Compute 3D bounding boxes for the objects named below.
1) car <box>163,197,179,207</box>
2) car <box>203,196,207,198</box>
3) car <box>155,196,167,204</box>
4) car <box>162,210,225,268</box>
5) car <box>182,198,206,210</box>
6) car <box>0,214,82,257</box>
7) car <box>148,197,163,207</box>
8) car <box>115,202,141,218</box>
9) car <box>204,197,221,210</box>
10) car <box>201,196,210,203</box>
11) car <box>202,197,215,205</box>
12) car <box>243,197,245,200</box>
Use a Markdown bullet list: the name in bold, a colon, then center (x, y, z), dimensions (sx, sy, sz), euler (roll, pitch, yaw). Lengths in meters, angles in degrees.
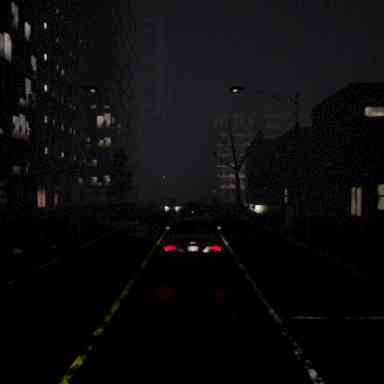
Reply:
- **car**: center (-3.082, 1.483, 52.709), dimensions (1.882, 1.535, 5.008), euler (0, 0, 0)
- **car**: center (2.741, 1.549, 46.837), dimensions (1.887, 1.381, 4.507), euler (-1, 0, 0)
- **car**: center (-5.839, 1.553, 63.827), dimensions (1.887, 1.381, 4.507), euler (-1, 0, 0)
- **car**: center (0.046, 1.548, 11.296), dimensions (2.033, 1.411, 5.357), euler (0, 0, 0)
- **car**: center (0.072, 1.528, 30.965), dimensions (1.812, 1.442, 4.674), euler (0, 0, 0)
- **car**: center (-5.703, 1.567, 13.031), dimensions (1.947, 1.339, 4.313), euler (-1, 0, 0)
- **car**: center (-5.811, 1.556, 52.537), dimensions (2.008, 1.369, 4.403), euler (-1, 0, 0)
- **car**: center (-5.705, 1.547, 29.962), dimensions (1.887, 1.381, 4.507), euler (-1, 0, 0)
- **car**: center (2.708, 1.585, 41.193), dimensions (1.802, 1.307, 4.206), euler (-1, 0, 0)
- **car**: center (2.799, 1.534, 69.584), dimensions (1.752, 1.417, 4.829), euler (-1, 0, 0)
- **car**: center (2.801, 1.557, 58.126), dimensions (2.008, 1.369, 4.403), euler (-1, 0, 0)
- **car**: center (16.303, 1.647, 92.549), dimensions (4.403, 1.369, 2.008), euler (0, 0, 1)
